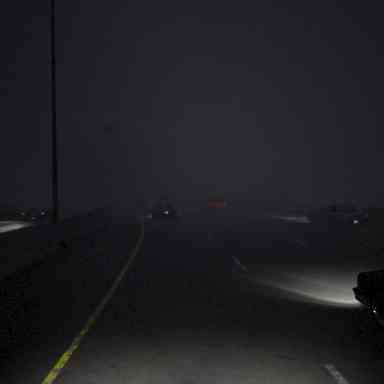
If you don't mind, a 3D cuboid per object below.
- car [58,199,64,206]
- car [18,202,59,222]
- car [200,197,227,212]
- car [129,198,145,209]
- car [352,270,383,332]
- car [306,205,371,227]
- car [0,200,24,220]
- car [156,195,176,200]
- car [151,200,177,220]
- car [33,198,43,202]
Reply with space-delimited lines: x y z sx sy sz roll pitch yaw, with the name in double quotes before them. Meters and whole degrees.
"car" -27.393 2.144 68.069 2.033 1.411 5.357 -1 0 -28
"car" -13.585 1.892 29.691 1.895 1.301 4.718 -1 0 -12
"car" 2.432 1.403 39.316 2.097 1.767 4.553 -1 0 -14
"car" -8.628 1.767 52.173 1.837 1.490 4.892 1 -1 -21
"car" 3.970 1.491 3.632 2.033 1.411 5.357 -1 0 -3
"car" 9.470 1.498 22.065 1.895 1.301 4.718 -1 0 -8
"car" -17.590 1.864 31.581 1.837 1.490 4.892 -1 0 -13
"car" -4.069 1.405 50.225 2.150 2.045 5.566 0 0 -20
"car" -2.518 1.674 29.462 1.994 1.385 4.181 -1 0 -12
"car" -32.380 1.992 69.816 1.882 1.535 5.008 -1 0 -28
